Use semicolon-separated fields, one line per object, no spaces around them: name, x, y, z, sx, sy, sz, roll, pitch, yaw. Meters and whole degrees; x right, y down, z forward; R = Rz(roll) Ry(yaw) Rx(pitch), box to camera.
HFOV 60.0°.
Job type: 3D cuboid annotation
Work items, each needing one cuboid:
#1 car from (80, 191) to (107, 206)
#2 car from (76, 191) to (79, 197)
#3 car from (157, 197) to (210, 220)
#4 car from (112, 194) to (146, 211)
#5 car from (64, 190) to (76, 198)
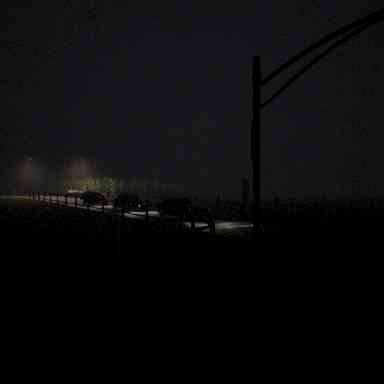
car;-11.723;0.815;40.024;1.812;1.442;4.674;0;1;-35
car;-16.460;0.540;53.260;1.882;1.535;5.008;0;1;-35
car;-0.718;1.114;24.198;1.882;1.535;5.008;0;1;-35
car;-6.117;0.970;31.952;1.837;1.490;4.892;0;1;-35
car;-22.376;0.375;61.750;2.128;1.511;4.902;0;1;-35
